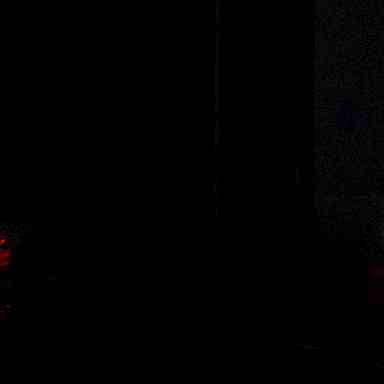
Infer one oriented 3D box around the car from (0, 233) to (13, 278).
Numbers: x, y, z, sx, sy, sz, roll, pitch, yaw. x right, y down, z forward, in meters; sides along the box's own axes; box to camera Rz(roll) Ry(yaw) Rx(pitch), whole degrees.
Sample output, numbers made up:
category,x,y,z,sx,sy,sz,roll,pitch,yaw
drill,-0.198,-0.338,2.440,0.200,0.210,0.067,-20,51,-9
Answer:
category,x,y,z,sx,sy,sz,roll,pitch,yaw
car,-6.789,1.348,8.851,4.553,1.767,2.097,0,0,36
